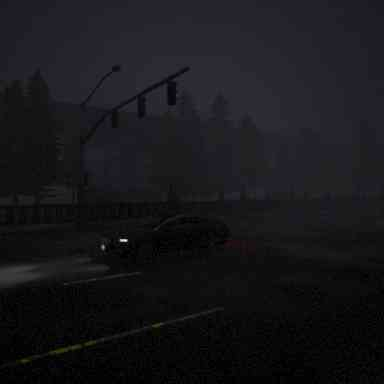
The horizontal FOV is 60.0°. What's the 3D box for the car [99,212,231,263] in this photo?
[{"bbox_3d":[-0.821,1.492,11.998,4.902,1.511,2.128,0,0,-35],"label":"car"}]
